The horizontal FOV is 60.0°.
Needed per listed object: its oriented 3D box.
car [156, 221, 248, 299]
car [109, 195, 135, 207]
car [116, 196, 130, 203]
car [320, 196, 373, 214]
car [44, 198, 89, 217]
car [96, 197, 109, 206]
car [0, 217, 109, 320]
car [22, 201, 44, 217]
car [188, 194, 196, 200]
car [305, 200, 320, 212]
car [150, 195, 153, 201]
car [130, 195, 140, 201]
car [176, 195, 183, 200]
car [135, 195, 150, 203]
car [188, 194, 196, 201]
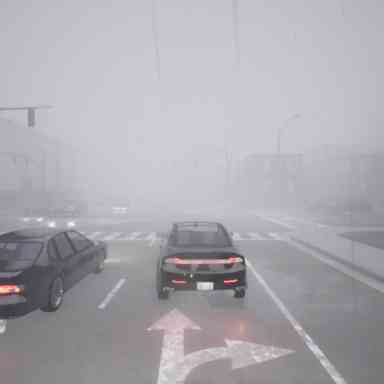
[{"bbox_3d":[0.112,1.489,8.444,2.128,1.511,4.902,0,0,-3],"label":"car"},{"bbox_3d":[-10.533,1.474,50.374,2.128,1.511,4.902,0,0,-1],"label":"car"},{"bbox_3d":[-14.024,1.536,68.191,1.994,1.385,4.181,0,0,0],"label":"car"},{"bbox_3d":[16.528,1.340,35.209,4.553,1.767,2.097,0,0,0],"label":"car"},{"bbox_3d":[-10.611,1.342,28.836,2.097,1.767,4.553,0,0,0],"label":"car"},{"bbox_3d":[-14.109,1.529,54.527,2.033,1.411,5.357,0,0,0],"label":"car"},{"bbox_3d":[-3.434,1.545,7.639,2.033,1.411,5.357,0,0,0],"label":"car"},{"bbox_3d":[-14.112,1.536,31.809,2.033,1.411,5.357,0,0,0],"label":"car"},{"bbox_3d":[-0.033,1.324,92.849,2.097,1.767,4.553,0,0,0],"label":"car"},{"bbox_3d":[15.698,1.478,38.709,4.902,1.511,2.128,0,0,0],"label":"car"},{"bbox_3d":[-10.528,1.449,79.784,1.882,1.535,5.008,0,0,0],"label":"car"},{"bbox_3d":[-14.029,1.490,81.906,1.812,1.442,4.674,0,0,0],"label":"car"},{"bbox_3d":[-3.533,1.493,92.863,1.812,1.442,4.674,0,0,0],"label":"car"},{"bbox_3d":[-10.528,1.454,68.327,1.882,1.535,5.008,0,0,0],"label":"car"},{"bbox_3d":[-0.029,1.472,82.458,1.837,1.490,4.892,0,0,0],"label":"car"}]
